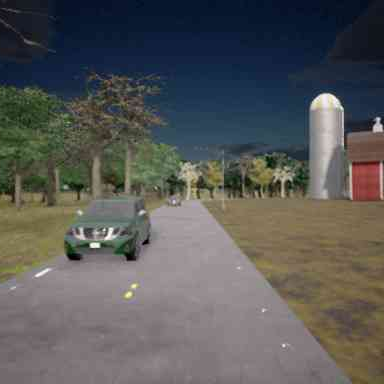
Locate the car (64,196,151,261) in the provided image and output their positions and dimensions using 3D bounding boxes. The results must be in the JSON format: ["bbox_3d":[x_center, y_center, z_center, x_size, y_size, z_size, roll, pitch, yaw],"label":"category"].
[{"bbox_3d":[-2.849,1.202,12.510,2.150,2.045,5.566,0,0,0],"label":"car"}]

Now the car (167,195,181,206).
[{"bbox_3d":[-2.813,1.328,52.481,2.097,1.767,4.553,0,0,0],"label":"car"}]
